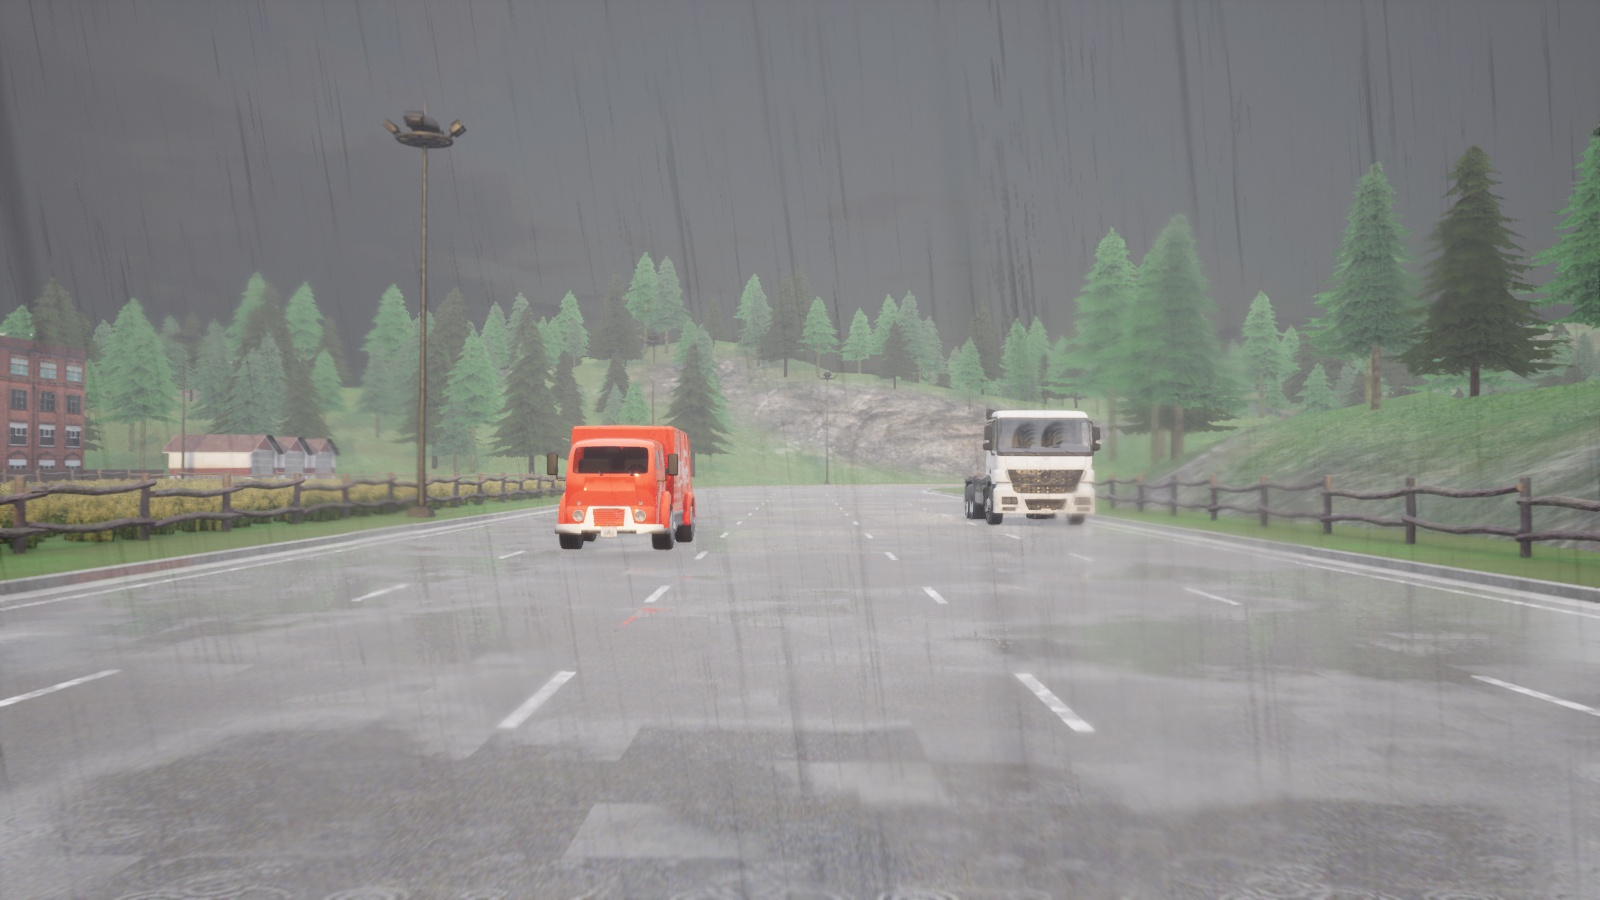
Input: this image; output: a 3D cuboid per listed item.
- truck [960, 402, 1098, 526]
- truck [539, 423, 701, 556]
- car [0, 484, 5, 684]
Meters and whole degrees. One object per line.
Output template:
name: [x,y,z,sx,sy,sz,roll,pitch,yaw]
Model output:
truck: [6.944,0.463,39.294,2.891,3.462,7.936,0,-1,0]
truck: [-3.564,0.778,26.023,2.627,2.467,5.204,0,-1,0]
car: [-7.017,0.959,6.976,2.163,1.488,4.792,0,-1,0]
